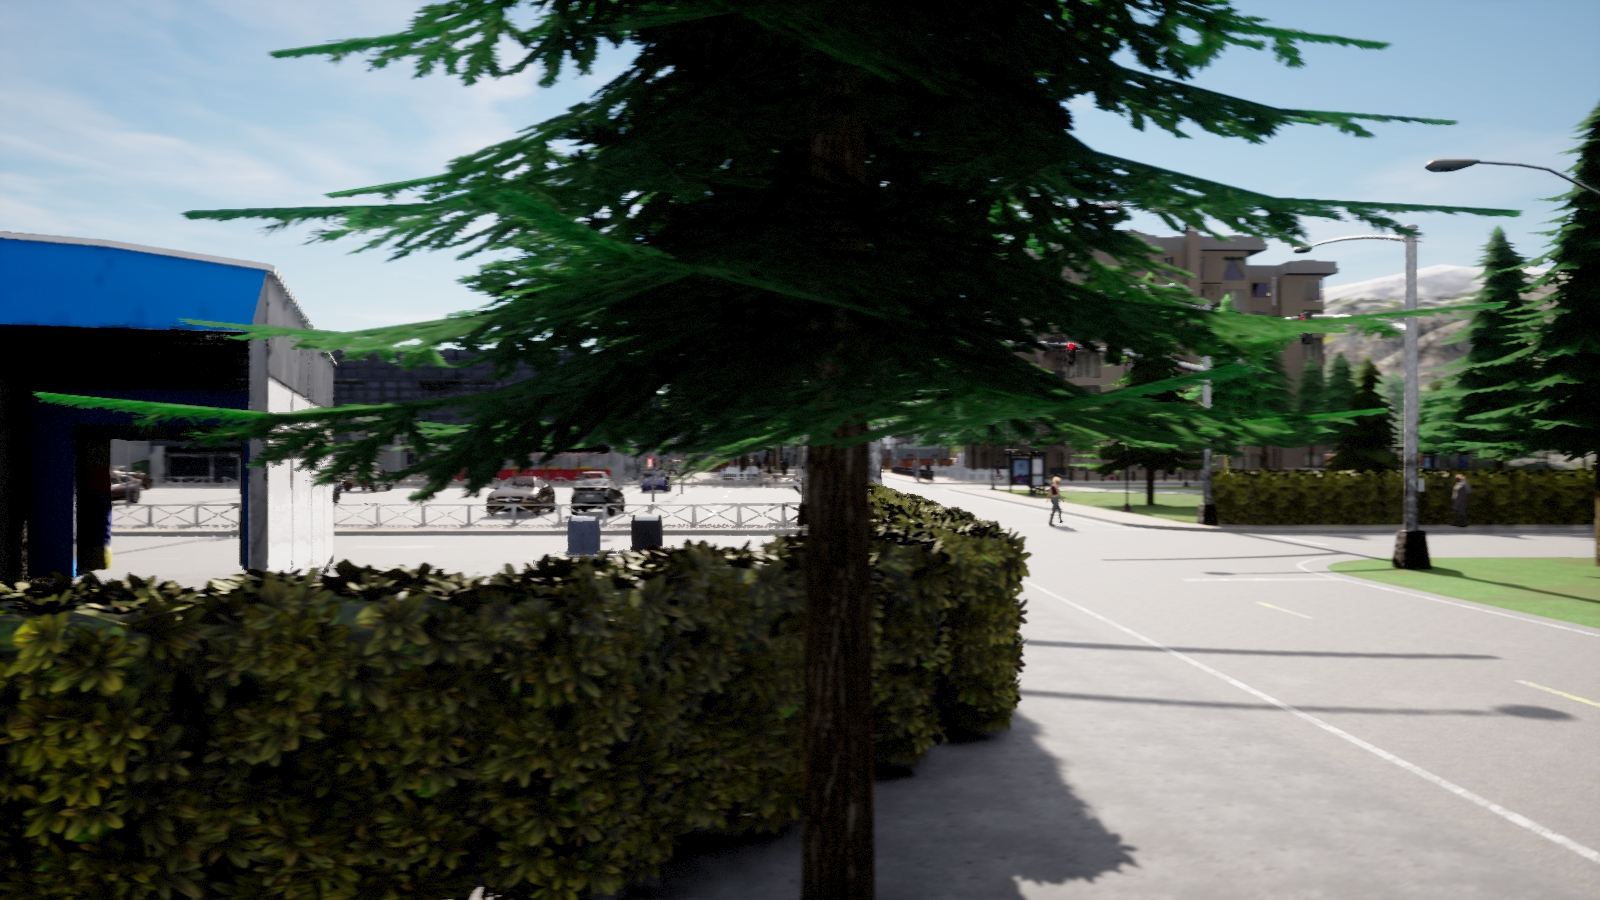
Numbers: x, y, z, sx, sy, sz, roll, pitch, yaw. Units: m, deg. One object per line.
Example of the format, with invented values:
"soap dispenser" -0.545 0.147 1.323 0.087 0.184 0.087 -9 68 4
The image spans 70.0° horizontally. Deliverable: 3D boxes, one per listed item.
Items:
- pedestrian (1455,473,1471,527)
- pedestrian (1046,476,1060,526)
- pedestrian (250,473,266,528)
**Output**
"pedestrian" 22.950 1.731 39.540 0.375 1.860 0.375 0 0 6
"pedestrian" 9.386 1.890 42.352 0.375 1.860 0.375 0 0 -16
"pedestrian" -18.587 1.739 39.198 0.375 1.860 0.375 0 0 -2
